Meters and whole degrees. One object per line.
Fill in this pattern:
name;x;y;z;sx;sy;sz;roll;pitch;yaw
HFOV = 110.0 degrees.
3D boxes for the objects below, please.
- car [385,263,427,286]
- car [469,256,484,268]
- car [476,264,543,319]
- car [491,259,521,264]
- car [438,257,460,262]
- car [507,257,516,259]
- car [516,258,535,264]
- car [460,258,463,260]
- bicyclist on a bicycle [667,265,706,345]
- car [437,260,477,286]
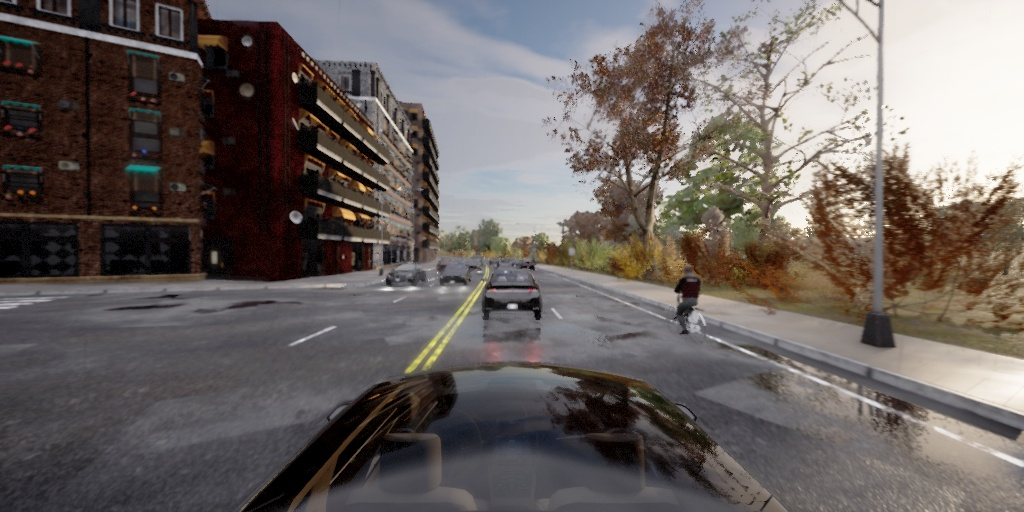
car;-7.102;1.203;24.590;1.812;1.442;4.674;0;0;0
car;-4.792;1.106;45.229;1.837;1.490;4.892;0;0;-3
car;-0.024;1.205;12.571;2.128;1.511;4.902;0;0;-1
car;-0.573;1.215;30.549;1.994;1.385;4.181;0;0;-2
car;-7.992;0.957;44.256;2.097;1.767;4.553;0;0;-3
car;0.703;1.095;60.417;1.994;1.385;4.181;0;0;-5
car;1.843;1.093;46.065;1.837;1.490;4.892;0;0;-4
car;-9.471;1.082;64.455;2.033;1.411;5.357;0;0;-5
bicyclist on a bicycle;4.082;1.095;8.518;0.659;1.776;1.843;0;0;-1
car;-3.791;1.222;24.857;2.033;1.411;5.357;0;0;-2
